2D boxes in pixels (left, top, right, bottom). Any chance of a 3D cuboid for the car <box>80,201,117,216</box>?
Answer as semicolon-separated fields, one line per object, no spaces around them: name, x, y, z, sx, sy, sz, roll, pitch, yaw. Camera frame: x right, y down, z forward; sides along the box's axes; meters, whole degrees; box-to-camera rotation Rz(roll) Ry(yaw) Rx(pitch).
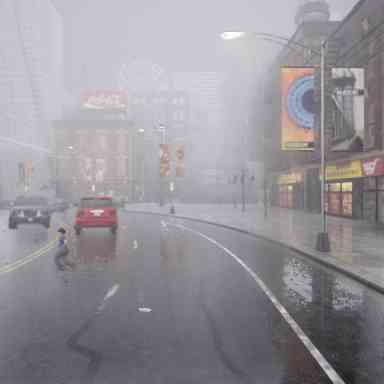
car;-9.397;1.601;33.127;1.895;1.301;4.718;0;0;-38

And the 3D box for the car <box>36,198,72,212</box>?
car;-16.783;1.505;40.378;4.892;1.490;1.837;0;0;38

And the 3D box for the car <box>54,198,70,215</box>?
car;-14.436;1.491;33.547;2.128;1.511;4.902;0;0;-43

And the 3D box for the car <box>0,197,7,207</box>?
car;-29.557;1.520;51.002;4.674;1.452;2.002;0;0;19

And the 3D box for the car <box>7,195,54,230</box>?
car;-10.402;1.221;21.536;2.150;2.045;5.566;0;0;-25

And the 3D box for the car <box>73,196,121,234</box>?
car;-5.663;1.223;19.400;2.150;2.045;5.566;0;0;-18

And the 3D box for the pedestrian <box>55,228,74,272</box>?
pedestrian;-3.588;1.574;9.380;0.375;1.300;0.375;0;0;-3
